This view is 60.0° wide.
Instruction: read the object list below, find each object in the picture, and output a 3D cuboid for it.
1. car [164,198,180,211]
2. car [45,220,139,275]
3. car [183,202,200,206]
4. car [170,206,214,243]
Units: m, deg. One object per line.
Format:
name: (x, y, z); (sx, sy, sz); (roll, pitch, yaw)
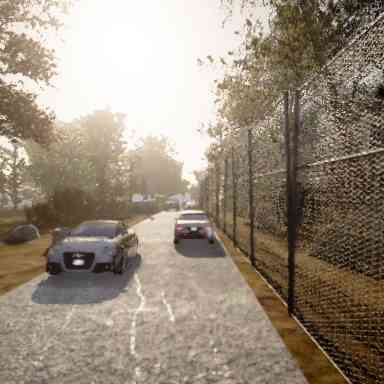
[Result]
car: (-3.034, 1.871, 50.933); (2.150, 2.045, 5.566); (0, -1, 0)
car: (-2.866, 1.591, 10.385); (1.994, 1.385, 4.181); (0, 0, 0)
car: (-0.022, 1.888, 38.029); (1.812, 1.442, 4.674); (0, -1, 0)
car: (0.073, 1.615, 16.467); (2.033, 1.411, 5.357); (0, 0, 0)
